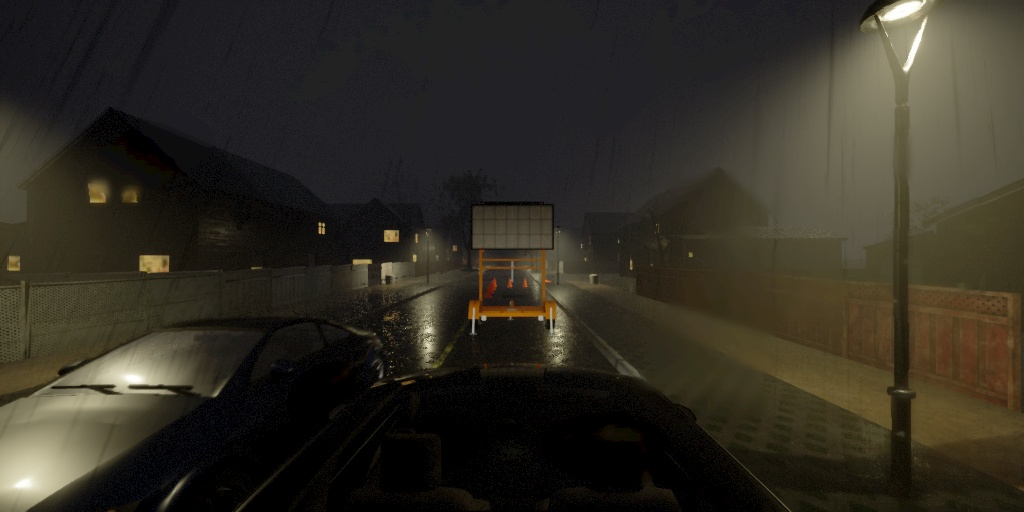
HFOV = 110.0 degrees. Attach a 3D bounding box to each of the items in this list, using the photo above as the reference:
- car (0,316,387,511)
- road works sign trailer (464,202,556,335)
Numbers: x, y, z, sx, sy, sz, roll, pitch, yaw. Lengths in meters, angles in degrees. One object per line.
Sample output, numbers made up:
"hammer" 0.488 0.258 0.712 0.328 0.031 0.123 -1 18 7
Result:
"car" -2.747 1.314 3.374 1.994 1.385 4.181 0 0 0
"road works sign trailer" 0.012 0.220 10.535 2.380 3.560 2.880 0 0 0
